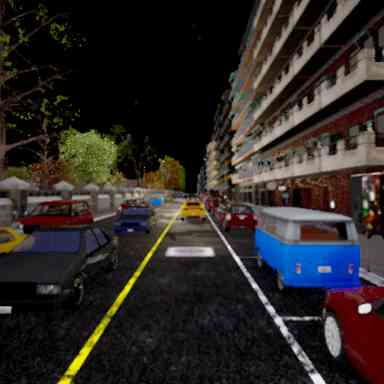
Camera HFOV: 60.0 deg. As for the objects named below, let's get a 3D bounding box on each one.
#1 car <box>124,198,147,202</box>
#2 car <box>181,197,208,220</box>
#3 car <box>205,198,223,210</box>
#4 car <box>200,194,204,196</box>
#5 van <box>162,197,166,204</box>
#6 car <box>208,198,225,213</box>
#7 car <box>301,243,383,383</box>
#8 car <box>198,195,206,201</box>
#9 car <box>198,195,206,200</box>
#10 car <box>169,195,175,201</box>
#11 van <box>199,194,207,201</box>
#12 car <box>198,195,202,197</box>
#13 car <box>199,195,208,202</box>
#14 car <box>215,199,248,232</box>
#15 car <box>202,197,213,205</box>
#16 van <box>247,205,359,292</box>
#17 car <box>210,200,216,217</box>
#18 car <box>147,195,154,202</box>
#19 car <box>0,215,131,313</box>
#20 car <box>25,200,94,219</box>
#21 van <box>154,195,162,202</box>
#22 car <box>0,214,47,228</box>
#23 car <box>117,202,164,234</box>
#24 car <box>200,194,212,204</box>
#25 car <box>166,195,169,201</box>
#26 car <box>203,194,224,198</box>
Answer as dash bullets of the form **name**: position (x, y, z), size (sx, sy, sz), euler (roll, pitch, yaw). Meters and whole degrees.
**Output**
- **car**: position (-5.690, 1.416, 31.129), size (1.967, 1.590, 4.097), euler (0, 0, 0)
- **car**: position (0.096, 1.456, 27.550), size (1.882, 1.535, 5.008), euler (0, 0, 0)
- **car**: position (2.689, 1.525, 42.389), size (2.008, 1.369, 4.403), euler (0, 0, 0)
- **car**: position (2.689, 1.417, 53.648), size (1.967, 1.590, 4.097), euler (0, 0, 0)
- **van**: position (-5.691, 1.316, 53.648), size (1.690, 1.788, 3.998), euler (0, 0, 0)
- **car**: position (2.691, 1.522, 31.128), size (1.887, 1.381, 4.507), euler (0, 0, 0)
- **car**: position (2.693, 1.542, 2.977), size (1.887, 1.381, 4.507), euler (0, 0, 0)
- **car**: position (2.686, 1.572, 87.431), size (1.947, 1.339, 4.313), euler (0, 0, 0)
- **car**: position (2.685, 1.563, 93.061), size (2.008, 1.369, 4.403), euler (0, 0, 0)
- **car**: position (-5.694, 1.524, 81.630), size (1.752, 1.417, 4.829), euler (0, 0, 0)
- **van**: position (2.687, 1.341, 81.800), size (1.690, 1.788, 3.998), euler (0, 0, 0)
- **car**: position (0.074, 1.539, 46.212), size (1.994, 1.385, 4.181), euler (0, 0, 0)
- **car**: position (2.687, 1.435, 76.169), size (1.967, 1.590, 4.097), euler (0, 0, 0)
- **car**: position (2.692, 1.423, 19.868), size (1.967, 1.590, 4.097), euler (0, 0, 0)
- **car**: position (2.688, 1.561, 59.280), size (1.802, 1.307, 4.206), euler (0, 0, 0)
- **van**: position (2.693, 1.332, 8.608), size (1.690, 1.788, 3.998), euler (0, 0, 0)
- **car**: position (2.691, 1.530, 25.499), size (2.008, 1.369, 4.403), euler (0, 0, 0)
- **car**: position (-5.690, 1.414, 36.758), size (1.967, 1.590, 4.097), euler (0, 0, 0)
- **car**: position (-3.082, 1.538, 8.108), size (2.033, 1.411, 5.357), euler (0, 0, 0)
- **car**: position (-5.688, 1.300, 14.238), size (2.192, 1.841, 5.009), euler (0, 0, 0)
- **van**: position (-5.691, 1.315, 48.019), size (1.690, 1.788, 3.998), euler (0, 0, 0)
- **car**: position (-5.687, 1.515, 8.438), size (1.752, 1.417, 4.829), euler (0, 0, 0)
- **car**: position (-3.077, 1.530, 19.345), size (2.033, 1.411, 5.357), euler (0, 0, 0)
- **car**: position (2.688, 1.299, 64.909), size (2.192, 1.841, 5.009), euler (0, 0, 0)
- **car**: position (-5.692, 1.529, 59.278), size (2.008, 1.369, 4.403), euler (0, 0, 0)
- **car**: position (2.691, 1.290, 36.758), size (2.192, 1.841, 5.009), euler (0, 0, 0)
